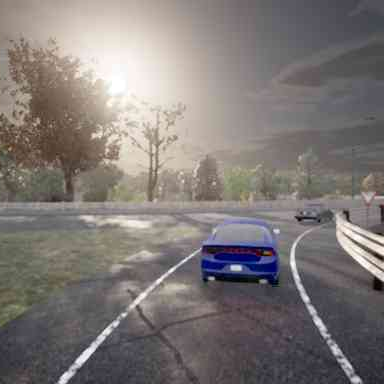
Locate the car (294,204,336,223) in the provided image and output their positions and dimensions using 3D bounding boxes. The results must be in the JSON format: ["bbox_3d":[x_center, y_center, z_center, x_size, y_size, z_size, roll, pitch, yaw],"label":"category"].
[{"bbox_3d":[10.119,1.696,27.127,2.033,1.411,5.357,0,0,38],"label":"car"}]

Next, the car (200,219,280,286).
[{"bbox_3d":[1.530,1.530,9.770,1.882,1.535,5.008,0,0,13],"label":"car"}]
